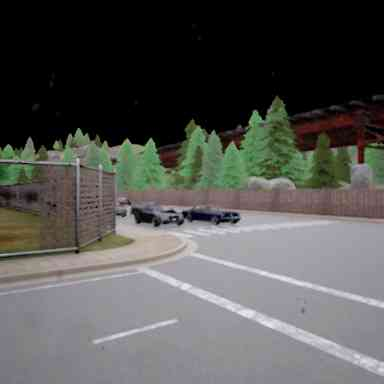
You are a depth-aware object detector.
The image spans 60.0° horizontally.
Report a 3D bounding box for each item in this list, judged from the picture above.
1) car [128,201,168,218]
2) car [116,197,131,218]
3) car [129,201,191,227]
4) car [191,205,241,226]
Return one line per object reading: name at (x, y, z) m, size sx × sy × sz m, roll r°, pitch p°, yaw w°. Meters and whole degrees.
car at (-4.161, 1.556, 31.185) m, size 1.994 × 1.385 × 4.181 m, roll 0°, pitch 0°, yaw -36°
car at (-7.414, 1.498, 29.712) m, size 1.837 × 1.490 × 4.892 m, roll 0°, pitch 0°, yaw -36°
car at (-2.289, 1.558, 22.606) m, size 1.994 × 1.385 × 4.181 m, roll 0°, pitch 0°, yaw -36°
car at (1.301, 1.593, 23.609) m, size 1.895 × 1.301 × 4.718 m, roll 0°, pitch 0°, yaw -36°
